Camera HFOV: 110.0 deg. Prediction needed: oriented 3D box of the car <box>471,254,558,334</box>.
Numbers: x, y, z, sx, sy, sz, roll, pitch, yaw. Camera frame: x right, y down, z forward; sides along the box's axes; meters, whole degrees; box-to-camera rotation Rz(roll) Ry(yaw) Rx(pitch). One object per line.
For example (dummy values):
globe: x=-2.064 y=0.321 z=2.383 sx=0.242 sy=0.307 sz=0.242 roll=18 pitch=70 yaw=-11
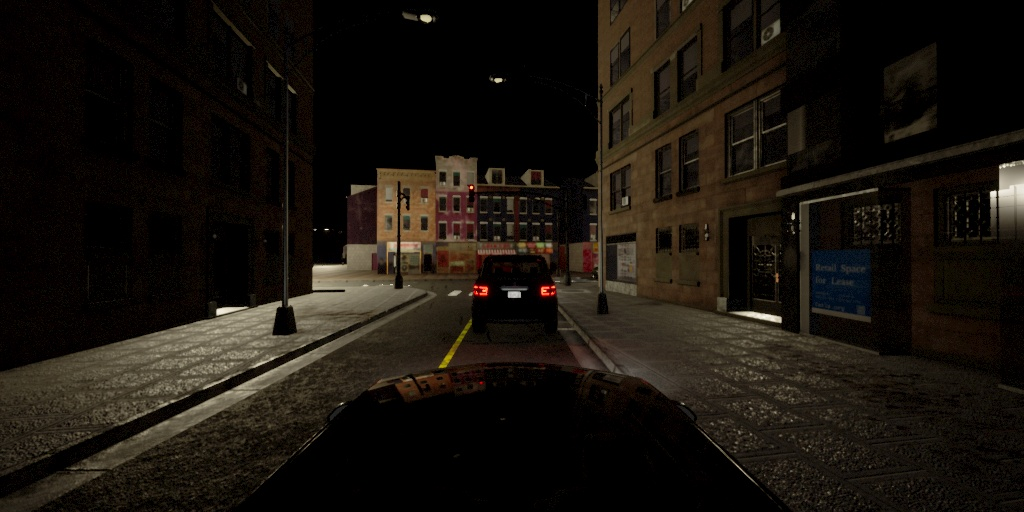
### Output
car: x=0.095 y=0.972 z=10.829 sx=2.150 sy=2.045 sz=5.566 roll=0 pitch=0 yaw=1

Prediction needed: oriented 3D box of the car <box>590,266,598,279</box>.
car: x=8.880 y=1.088 z=29.837 sx=4.553 sy=1.767 sz=2.097 roll=0 pitch=0 yaw=-10
